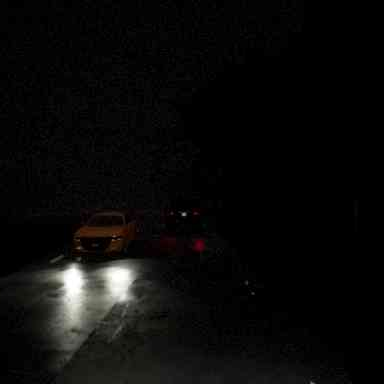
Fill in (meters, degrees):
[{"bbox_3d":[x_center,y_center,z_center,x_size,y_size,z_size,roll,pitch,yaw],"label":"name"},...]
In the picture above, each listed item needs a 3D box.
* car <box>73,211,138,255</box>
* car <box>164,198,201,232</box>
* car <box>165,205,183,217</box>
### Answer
[{"bbox_3d":[-3.445,1.591,13.977,1.882,1.535,5.008,0,-1,-2],"label":"car"},{"bbox_3d":[-0.623,1.442,21.749,2.150,2.045,5.566,0,-1,-3],"label":"car"},{"bbox_3d":[-2.327,2.328,41.508,2.033,1.411,5.357,0,-2,-6],"label":"car"}]
